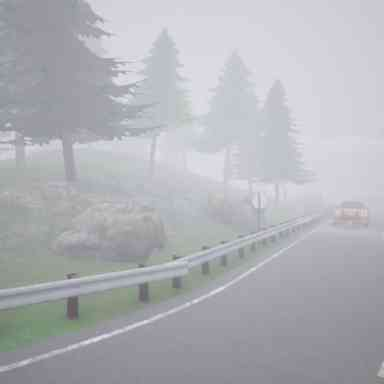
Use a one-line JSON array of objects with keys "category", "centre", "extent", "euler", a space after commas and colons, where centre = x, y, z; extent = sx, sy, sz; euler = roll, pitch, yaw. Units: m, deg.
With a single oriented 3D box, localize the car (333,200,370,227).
[{"category": "car", "centre": [11.103, 1.384, 23.029], "extent": [2.097, 1.767, 4.553], "euler": [0, 0, 30]}]
